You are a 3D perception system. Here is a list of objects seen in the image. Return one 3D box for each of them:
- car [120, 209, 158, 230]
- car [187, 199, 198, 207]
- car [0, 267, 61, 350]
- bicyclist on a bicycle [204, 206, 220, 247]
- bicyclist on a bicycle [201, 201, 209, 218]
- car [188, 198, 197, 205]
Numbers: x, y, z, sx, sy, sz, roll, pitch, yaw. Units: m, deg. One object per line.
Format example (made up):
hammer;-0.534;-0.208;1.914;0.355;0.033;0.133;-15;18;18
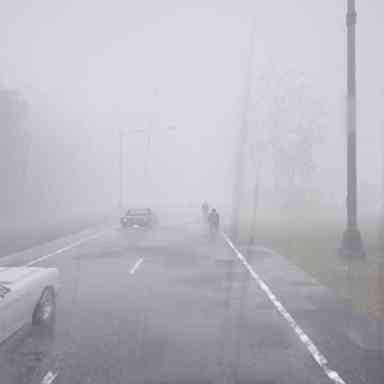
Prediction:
car;-3.386;1.756;22.290;1.895;1.301;4.718;0;0;0
car;0.135;1.977;59.178;1.994;1.385;4.181;0;0;0
car;-3.397;1.630;4.192;1.895;1.301;4.718;0;0;0
bicyclist on a bicycle;0.974;1.556;14.742;0.582;1.620;1.656;0;-1;0
bicyclist on a bicycle;0.981;1.541;24.412;0.659;1.776;1.843;0;0;0
car;0.048;2.115;74.167;1.895;1.301;4.718;0;0;0
